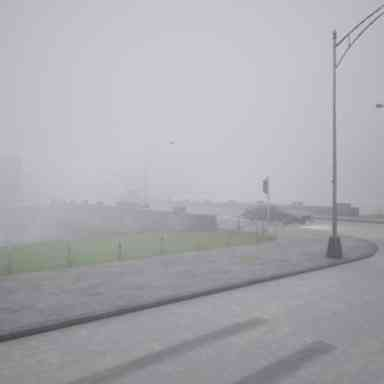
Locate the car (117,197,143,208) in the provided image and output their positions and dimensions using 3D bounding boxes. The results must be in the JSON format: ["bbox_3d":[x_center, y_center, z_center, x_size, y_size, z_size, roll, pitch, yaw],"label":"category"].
[{"bbox_3d":[-8.211,1.461,44.026,1.882,1.535,5.008,0,0,-35],"label":"car"}]

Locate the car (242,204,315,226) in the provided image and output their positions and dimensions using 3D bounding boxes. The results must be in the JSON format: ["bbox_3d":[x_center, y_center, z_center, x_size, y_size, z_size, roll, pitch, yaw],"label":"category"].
[{"bbox_3d":[6.034,1.560,24.008,2.033,1.411,5.357,0,0,-35],"label":"car"}]
